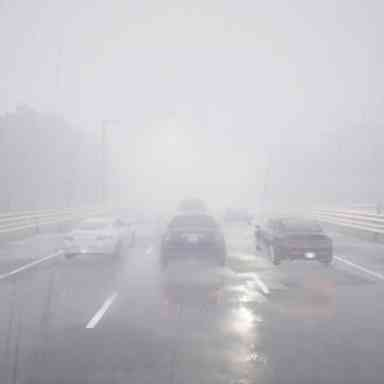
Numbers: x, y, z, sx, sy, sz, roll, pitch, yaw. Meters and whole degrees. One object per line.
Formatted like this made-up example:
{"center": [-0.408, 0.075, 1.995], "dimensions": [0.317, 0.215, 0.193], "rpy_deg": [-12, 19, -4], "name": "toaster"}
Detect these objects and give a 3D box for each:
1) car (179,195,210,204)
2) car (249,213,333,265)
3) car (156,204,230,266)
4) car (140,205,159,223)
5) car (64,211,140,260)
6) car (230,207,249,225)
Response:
{"center": [0.034, 1.509, 26.206], "dimensions": [2.150, 2.045, 5.566], "rpy_deg": [0, 0, 0], "name": "car"}
{"center": [3.543, 1.646, 12.326], "dimensions": [1.837, 1.490, 4.892], "rpy_deg": [0, 0, 0], "name": "car"}
{"center": [0.045, 1.491, 12.261], "dimensions": [2.097, 1.767, 4.553], "rpy_deg": [0, -1, 0], "name": "car"}
{"center": [-3.450, 1.827, 27.998], "dimensions": [1.812, 1.442, 4.674], "rpy_deg": [0, 0, 0], "name": "car"}
{"center": [-3.448, 1.673, 12.987], "dimensions": [1.812, 1.442, 4.674], "rpy_deg": [0, 0, 1], "name": "car"}
{"center": [3.539, 1.891, 26.697], "dimensions": [1.895, 1.301, 4.718], "rpy_deg": [0, -1, 0], "name": "car"}
